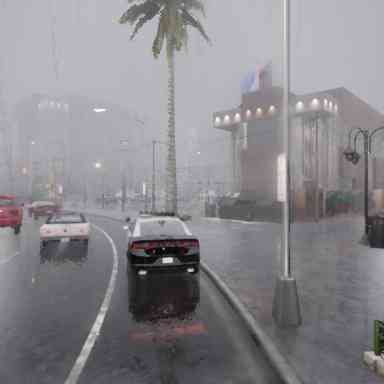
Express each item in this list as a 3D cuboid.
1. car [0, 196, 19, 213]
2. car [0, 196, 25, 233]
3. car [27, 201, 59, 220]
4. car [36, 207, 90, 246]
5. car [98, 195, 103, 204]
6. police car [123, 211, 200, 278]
[{"bbox_3d":[-21.521,1.330,37.693,4.553,1.767,2.097,0,0,44],"label":"car"},{"bbox_3d":[-11.007,1.210,19.130,2.150,2.045,5.566,0,0,-26],"label":"car"},{"bbox_3d":[-12.658,1.465,28.210,1.882,1.535,5.008,0,-1,-34],"label":"car"},{"bbox_3d":[-5.724,1.595,15.283,1.895,1.301,4.718,0,0,-18],"label":"car"},{"bbox_3d":[-14.576,1.238,56.454,4.553,1.767,2.185,0,0,42],"label":"car"},{"bbox_3d":[-1.110,1.423,10.451,1.930,1.638,5.238,0,0,-12],"label":"police car"}]
